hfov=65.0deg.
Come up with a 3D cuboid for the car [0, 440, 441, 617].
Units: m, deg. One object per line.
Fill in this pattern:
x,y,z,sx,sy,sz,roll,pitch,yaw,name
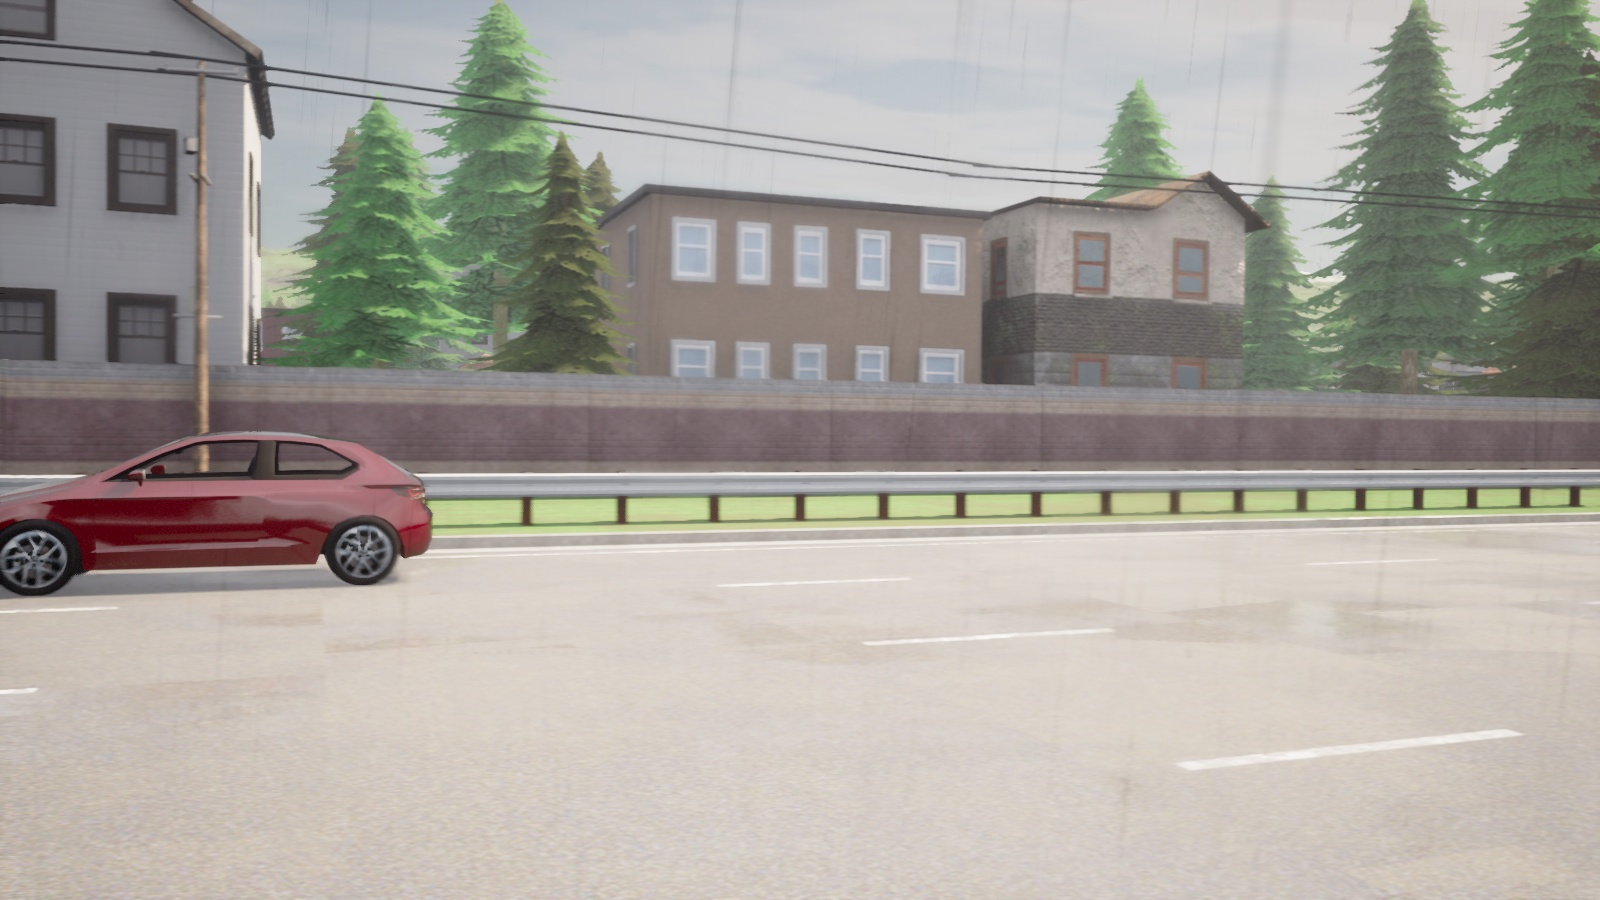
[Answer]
-5.772,0.675,12.279,4.193,1.474,1.816,-1,1,-21,car
